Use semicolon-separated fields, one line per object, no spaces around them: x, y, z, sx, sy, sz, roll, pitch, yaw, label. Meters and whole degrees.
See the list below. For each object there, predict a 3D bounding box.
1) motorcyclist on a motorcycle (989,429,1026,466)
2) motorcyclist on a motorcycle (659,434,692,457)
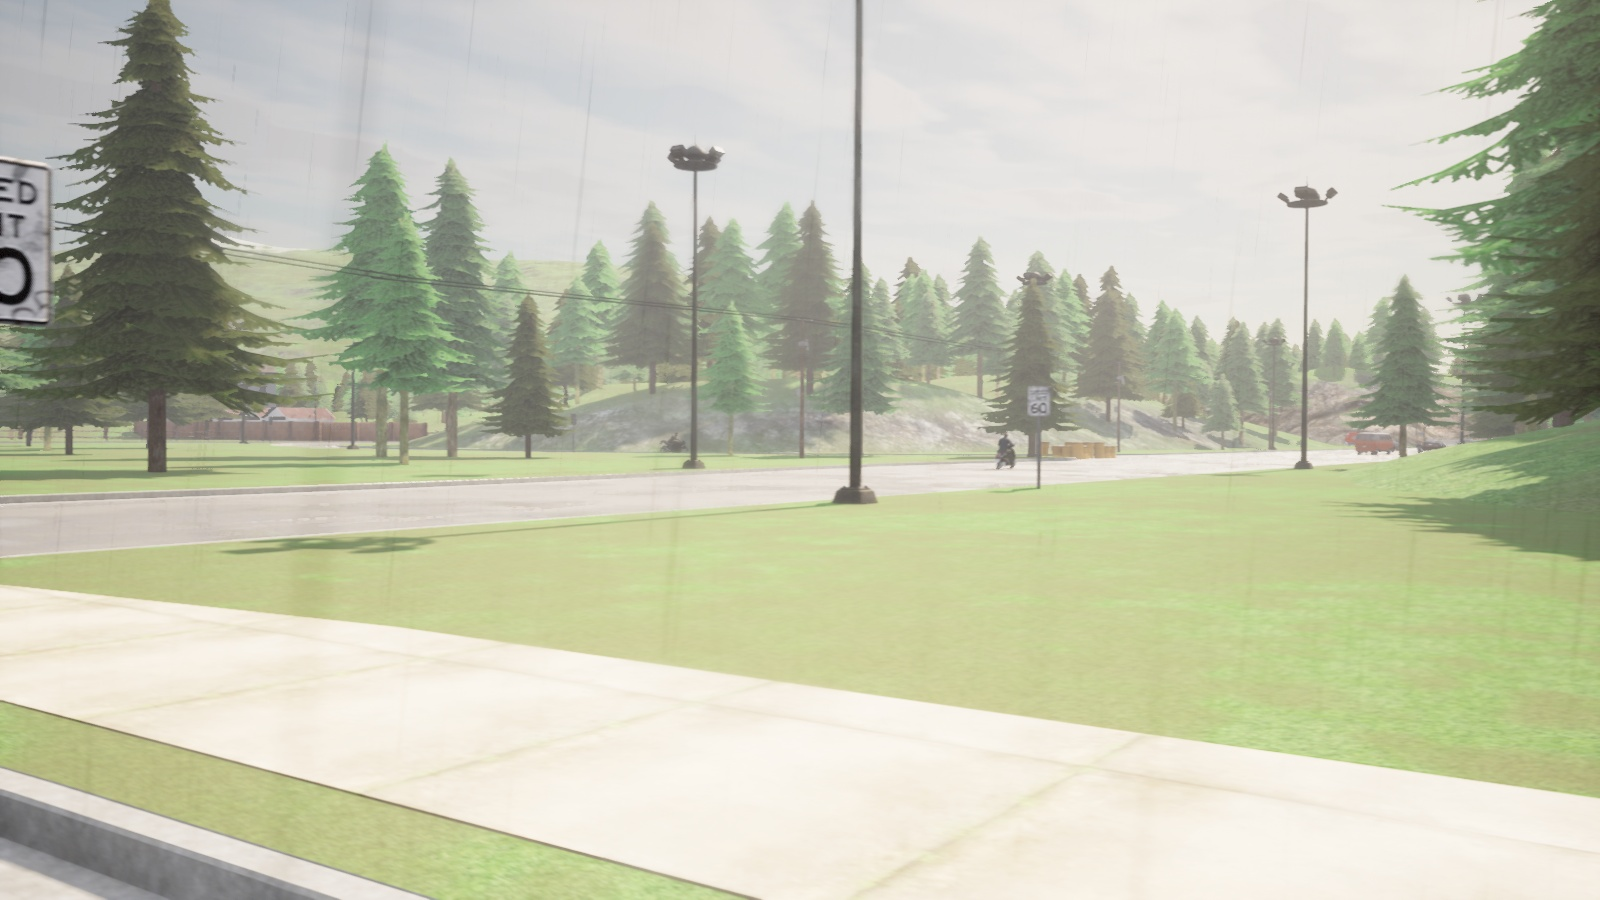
9.009;-0.107;54.548;0.866;1.590;1.817;0;1;35;motorcyclist on a motorcycle
-8.364;-0.276;84.252;2.044;1.523;0.797;0;0;11;motorcyclist on a motorcycle
